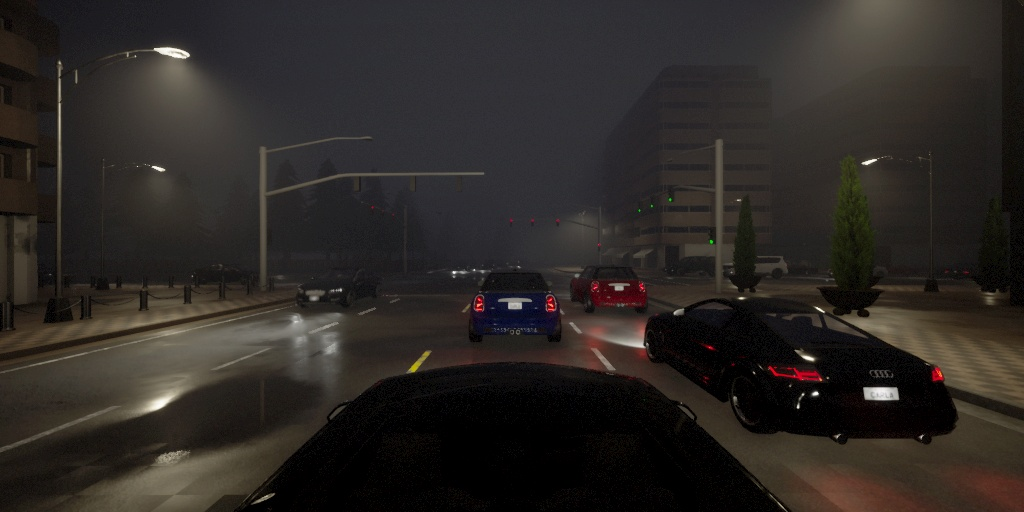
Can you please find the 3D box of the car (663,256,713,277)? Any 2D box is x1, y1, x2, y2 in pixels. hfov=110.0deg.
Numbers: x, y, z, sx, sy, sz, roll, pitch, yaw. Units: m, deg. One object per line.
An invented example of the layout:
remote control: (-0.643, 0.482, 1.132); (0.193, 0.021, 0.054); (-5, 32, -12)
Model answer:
car: (18.422, 1.027, 36.521); (5.566, 2.045, 2.150); (0, 0, 0)

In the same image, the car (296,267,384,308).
car: (-7.018, 1.241, 15.142); (2.128, 1.511, 4.902); (0, 0, 0)

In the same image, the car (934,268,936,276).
car: (42.130, 1.283, 33.091); (5.008, 1.535, 1.882); (0, 0, 0)

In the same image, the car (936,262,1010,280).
car: (38.863, 1.353, 29.399); (5.357, 1.411, 2.033); (0, 0, 0)

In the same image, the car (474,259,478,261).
car: (-6.246, 1.255, 57.557); (1.837, 1.490, 4.892); (0, 0, 7)

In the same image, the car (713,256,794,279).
car: (22.169, 1.027, 33.036); (5.566, 2.045, 2.150); (0, 0, 0)

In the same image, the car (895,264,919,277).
car: (38.227, 1.406, 36.588); (4.718, 1.301, 1.895); (0, 0, 0)

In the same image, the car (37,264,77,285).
car: (-34.205, 1.298, 25.623); (4.902, 1.511, 2.128); (0, 0, 0)

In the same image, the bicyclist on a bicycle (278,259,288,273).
bicyclist on a bicycle: (-25.611, 1.106, 40.135); (0.582, 1.620, 1.656); (0, 0, 0)

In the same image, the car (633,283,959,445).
car: (3.607, 1.314, 5.510); (1.994, 1.385, 4.181); (0, 0, 0)

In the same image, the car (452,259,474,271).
car: (-6.859, 1.314, 48.668); (1.994, 1.385, 4.181); (0, 0, 2)

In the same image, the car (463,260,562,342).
car: (0.083, 1.102, 9.923); (2.097, 1.767, 4.553); (0, 0, 0)

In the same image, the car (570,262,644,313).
car: (3.606, 1.102, 14.151); (2.097, 1.767, 4.553); (0, 0, 0)

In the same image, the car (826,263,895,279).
car: (31.806, 1.331, 33.068); (4.674, 1.442, 1.812); (0, 0, 0)

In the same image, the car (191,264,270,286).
car: (-20.009, 1.297, 25.674); (4.902, 1.511, 2.128); (0, 0, 0)

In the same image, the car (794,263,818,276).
car: (28.181, 1.406, 36.557); (4.718, 1.301, 1.895); (0, 0, 0)
